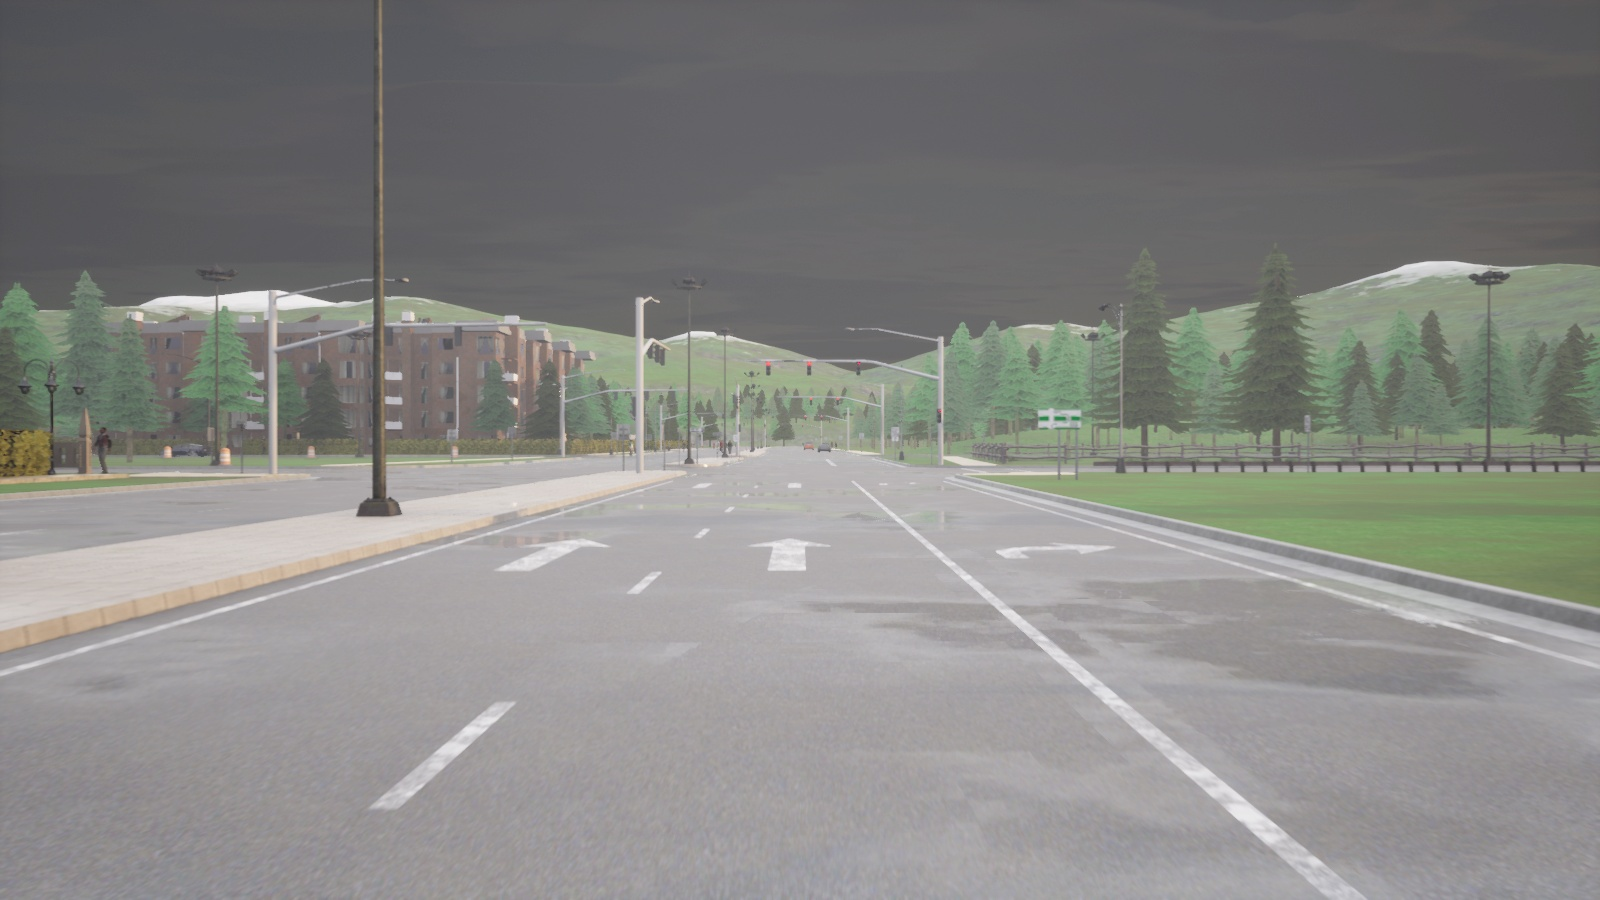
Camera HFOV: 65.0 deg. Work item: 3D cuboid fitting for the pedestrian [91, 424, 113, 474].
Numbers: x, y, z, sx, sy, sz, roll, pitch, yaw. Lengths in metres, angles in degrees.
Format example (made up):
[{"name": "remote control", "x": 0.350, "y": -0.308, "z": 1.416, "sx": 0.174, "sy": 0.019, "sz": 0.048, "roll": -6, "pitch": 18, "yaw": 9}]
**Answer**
[{"name": "pedestrian", "x": -27.024, "y": -0.043, "z": 48.607, "sx": 0.402, "sy": 1.930, "sz": 0.666, "roll": 0, "pitch": 0, "yaw": 10}]
